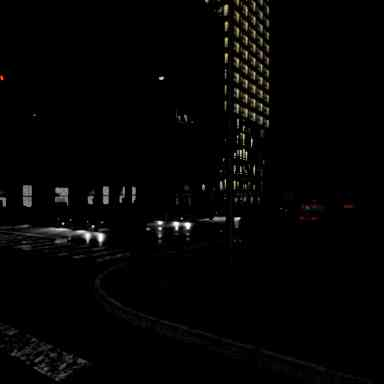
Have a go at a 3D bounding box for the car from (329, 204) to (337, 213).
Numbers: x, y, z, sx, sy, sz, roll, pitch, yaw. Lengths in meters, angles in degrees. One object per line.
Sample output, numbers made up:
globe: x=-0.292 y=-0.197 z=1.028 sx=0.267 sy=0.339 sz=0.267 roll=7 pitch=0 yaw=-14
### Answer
car: x=21.780 y=2.596 z=53.014 sx=1.994 sy=1.385 sz=4.181 roll=0 pitch=-1 yaw=33

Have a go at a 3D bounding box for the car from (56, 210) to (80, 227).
car: x=-7.573 y=1.873 z=25.485 sx=2.033 sy=1.411 sz=5.357 roll=0 pitch=-1 yaw=33

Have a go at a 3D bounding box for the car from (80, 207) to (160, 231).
car: x=-4.917 y=1.874 z=23.608 sx=2.033 sy=1.411 sz=5.357 roll=0 pitch=-1 yaw=33

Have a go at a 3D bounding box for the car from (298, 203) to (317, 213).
car: x=19.044 y=2.554 z=54.768 sx=1.812 sy=1.442 sz=4.674 roll=0 pitch=-1 yaw=33

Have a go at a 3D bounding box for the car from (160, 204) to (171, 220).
car: x=-2.390 y=2.002 z=33.564 sx=1.837 sy=1.490 sz=4.892 roll=0 pitch=-1 yaw=33

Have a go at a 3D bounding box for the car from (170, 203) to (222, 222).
car: x=0.520 y=2.054 z=32.086 sx=2.033 sy=1.411 sz=5.357 roll=0 pitch=-1 yaw=33

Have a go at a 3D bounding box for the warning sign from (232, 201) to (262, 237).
warning sign: x=3.091 y=1.454 z=18.556 sx=1.300 sy=1.860 sz=1.060 roll=1 pitch=1 yaw=33

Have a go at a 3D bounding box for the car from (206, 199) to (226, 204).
car: x=3.143 y=1.902 z=42.185 sx=2.150 sy=2.045 sz=5.566 roll=0 pitch=-1 yaw=32

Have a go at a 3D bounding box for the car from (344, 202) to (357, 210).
car: x=31.329 y=2.789 z=65.799 sx=1.882 sy=1.535 sz=5.008 roll=0 pitch=-1 yaw=33

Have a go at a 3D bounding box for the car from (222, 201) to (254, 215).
car: x=6.002 y=2.180 z=40.617 sx=2.128 sy=1.511 sz=4.902 roll=0 pitch=-1 yaw=33

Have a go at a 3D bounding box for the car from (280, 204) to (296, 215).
car: x=13.755 y=2.418 z=46.424 sx=1.994 sy=1.385 sz=4.181 roll=0 pitch=-1 yaw=33

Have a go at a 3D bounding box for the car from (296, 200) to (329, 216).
car: x=16.056 y=2.065 z=44.025 sx=2.150 sy=2.045 sz=5.566 roll=0 pitch=-1 yaw=35
